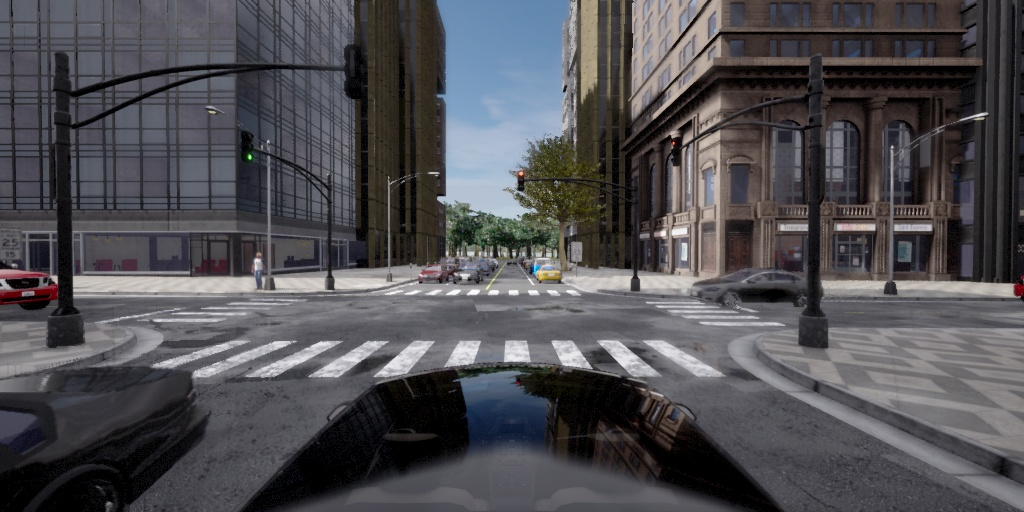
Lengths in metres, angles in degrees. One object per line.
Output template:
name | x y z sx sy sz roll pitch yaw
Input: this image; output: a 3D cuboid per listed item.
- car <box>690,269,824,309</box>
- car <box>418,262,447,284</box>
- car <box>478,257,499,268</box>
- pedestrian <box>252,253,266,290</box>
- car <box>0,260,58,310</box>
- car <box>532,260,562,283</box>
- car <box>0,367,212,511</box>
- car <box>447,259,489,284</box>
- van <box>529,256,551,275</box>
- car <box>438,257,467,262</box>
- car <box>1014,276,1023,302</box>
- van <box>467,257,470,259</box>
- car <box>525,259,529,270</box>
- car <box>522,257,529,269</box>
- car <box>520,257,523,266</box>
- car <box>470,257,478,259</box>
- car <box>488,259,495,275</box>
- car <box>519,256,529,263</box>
car | 10.020 1.302 14.848 4.902 1.511 2.128 0 1 0
car | -5.793 1.310 26.989 1.802 1.307 4.207 0 0 0
car | -3.140 1.182 46.434 2.128 1.511 4.902 0 0 0
pedestrian | -12.542 0.741 17.809 0.375 1.860 0.375 0 0 0
car | -18.386 0.841 11.553 5.566 2.045 2.150 1 1 0
car | 2.732 1.254 27.178 1.751 1.417 4.829 0 0 0
car | -3.416 1.298 0.765 2.033 1.411 5.357 0 0 -5
car | -3.135 1.220 26.500 2.128 1.511 4.902 0 0 1
van | 2.726 1.060 32.688 1.690 1.789 3.998 0 0 0
car | -5.800 1.034 32.669 2.192 1.841 5.009 0 0 0
car | 24.741 1.124 14.888 5.566 2.045 2.150 0 1 0
van | -5.806 1.049 38.350 1.690 1.789 3.998 0 0 0
car | 2.719 1.274 38.368 1.948 1.339 4.313 0 0 0
car | 2.705 1.207 49.897 1.751 1.417 4.829 0 0 0
car | 2.699 1.212 55.406 1.888 1.381 4.507 0 0 0
car | -5.813 1.011 44.030 2.192 1.841 5.009 0 0 0
car | -3.134 1.260 36.323 2.033 1.411 5.357 0 0 0
car | 2.692 1.201 61.085 2.007 1.370 4.403 0 0 0
